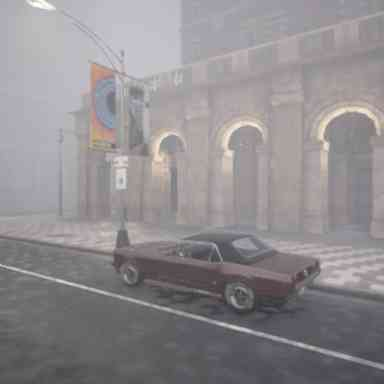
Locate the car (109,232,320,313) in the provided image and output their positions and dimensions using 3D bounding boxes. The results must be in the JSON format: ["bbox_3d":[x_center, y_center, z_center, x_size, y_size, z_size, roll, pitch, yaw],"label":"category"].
[{"bbox_3d":[0.286,1.594,7.658,4.718,1.301,1.895,0,0,35],"label":"car"}]

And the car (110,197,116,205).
[{"bbox_3d":[-13.828,1.537,57.799,2.033,1.411,5.357,0,0,36],"label":"car"}]
